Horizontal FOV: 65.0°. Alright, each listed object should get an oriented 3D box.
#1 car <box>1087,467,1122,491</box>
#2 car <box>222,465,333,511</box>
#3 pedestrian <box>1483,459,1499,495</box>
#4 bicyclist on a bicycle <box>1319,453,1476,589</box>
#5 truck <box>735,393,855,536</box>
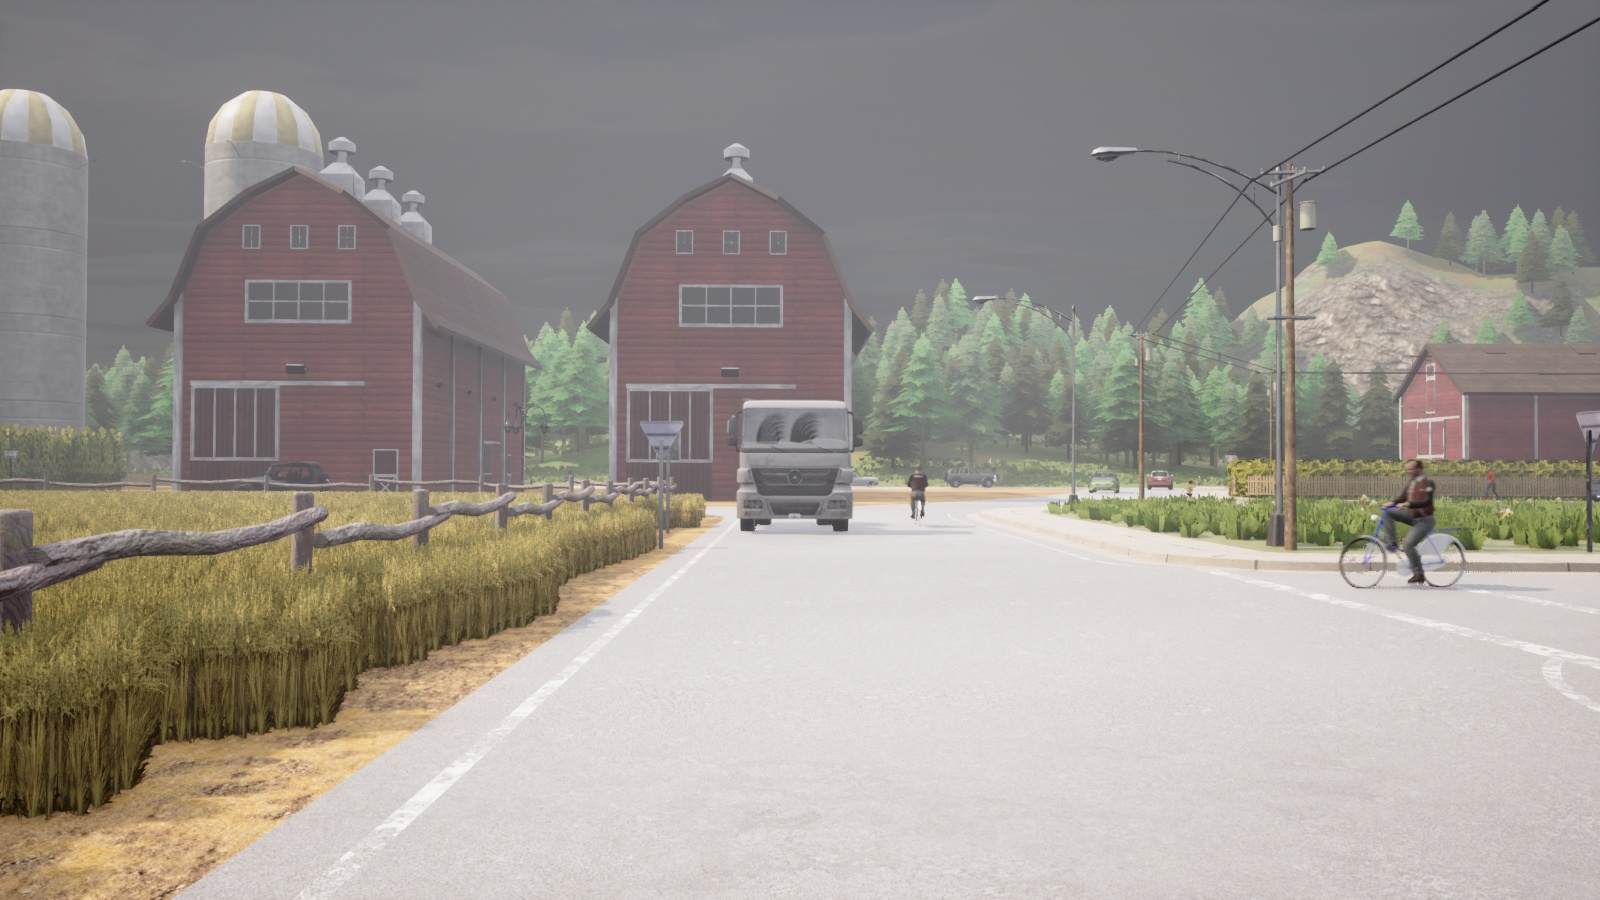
[{"bbox_3d":[20.460,1.929,84.290,2.007,1.525,4.514,-1,-1,17],"label":"car"},{"bbox_3d":[-21.842,1.579,52.618,3.866,1.878,1.905,0,-1,-3],"label":"car"},{"bbox_3d":[35.773,1.416,64.997,0.636,1.846,0.331,0,-1,0],"label":"pedestrian"},{"bbox_3d":[8.040,0.937,16.922,1.843,1.776,0.659,0,0,-8],"label":"bicyclist on a bicycle"},{"bbox_3d":[-0.145,0.408,34.371,2.891,3.462,7.936,0,-1,0],"label":"truck"}]
